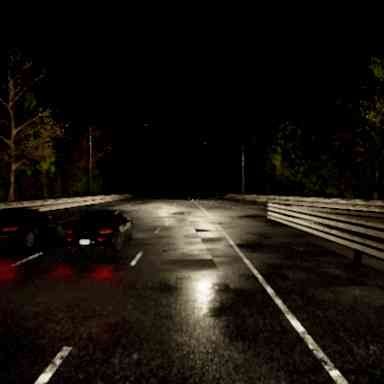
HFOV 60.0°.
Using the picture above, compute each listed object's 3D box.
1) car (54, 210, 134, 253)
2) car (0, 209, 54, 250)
[{"bbox_3d":[-3.472,1.424,13.004,1.812,1.442,4.674,0,0,-1],"label":"car"},{"bbox_3d":[-6.978,1.419,13.728,1.812,1.442,4.674,0,0,-1],"label":"car"}]
